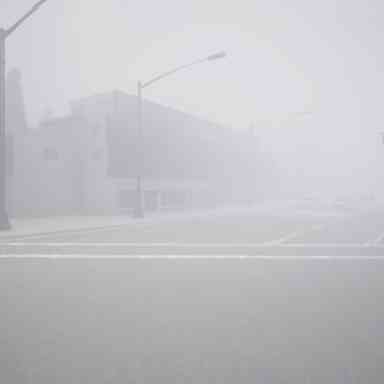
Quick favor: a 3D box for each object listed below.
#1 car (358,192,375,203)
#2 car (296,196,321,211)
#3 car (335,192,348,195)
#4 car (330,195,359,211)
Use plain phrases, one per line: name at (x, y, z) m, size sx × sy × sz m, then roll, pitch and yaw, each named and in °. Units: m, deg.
car at (26.306, 0.811, 50.192) m, size 1.882 × 1.535 × 5.008 m, roll 1°, pitch 1°, yaw 35°
car at (13.260, 1.240, 37.719) m, size 1.812 × 1.442 × 4.674 m, roll 1°, pitch 1°, yaw 35°
car at (23.242, 0.817, 51.920) m, size 1.837 × 1.490 × 4.892 m, roll 1°, pitch 1°, yaw 35°
car at (16.558, 1.325, 36.329) m, size 1.895 × 1.301 × 4.718 m, roll 1°, pitch 2°, yaw 35°
